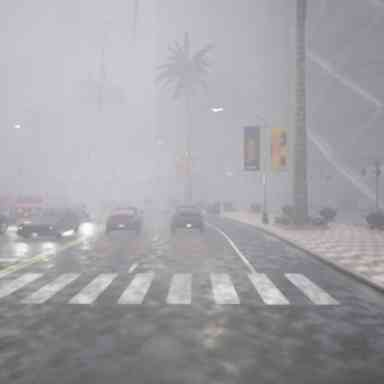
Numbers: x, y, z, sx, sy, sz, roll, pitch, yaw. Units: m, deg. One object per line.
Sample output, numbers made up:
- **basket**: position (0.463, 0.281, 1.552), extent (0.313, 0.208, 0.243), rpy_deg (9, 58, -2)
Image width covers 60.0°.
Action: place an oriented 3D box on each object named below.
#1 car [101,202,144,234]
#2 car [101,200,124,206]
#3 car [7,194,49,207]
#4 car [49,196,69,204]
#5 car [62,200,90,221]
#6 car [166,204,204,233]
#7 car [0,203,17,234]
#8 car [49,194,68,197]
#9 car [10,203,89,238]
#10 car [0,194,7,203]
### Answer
- **car**: position (-3.833, 1.537, 19.211), extent (1.812, 1.442, 4.674), rpy_deg (0, 0, -6)
- **car**: position (-9.678, 1.624, 41.628), extent (1.895, 1.301, 4.718), rpy_deg (0, 0, -40)
- **car**: position (-12.685, 1.237, 26.039), extent (2.150, 2.045, 5.566), rpy_deg (0, 0, -22)
- **car**: position (-16.313, 1.548, 38.361), extent (1.812, 1.442, 4.674), rpy_deg (0, 0, -43)
- **car**: position (-9.448, 1.617, 27.304), extent (1.895, 1.301, 4.718), rpy_deg (0, 0, -21)
- **car**: position (-0.427, 1.516, 20.036), extent (1.837, 1.490, 4.892), rpy_deg (0, 0, -6)
- **car**: position (-10.841, 1.515, 16.319), extent (1.837, 1.490, 4.892), rpy_deg (0, 0, -3)
- **car**: position (-19.191, 1.248, 45.818), extent (5.566, 2.045, 2.150), rpy_deg (0, 0, 35)
- **car**: position (-7.382, 1.558, 17.912), extent (2.033, 1.411, 5.357), rpy_deg (0, 0, -4)
- **car**: position (-21.878, 1.243, 38.814), extent (5.566, 2.045, 2.150), rpy_deg (0, 0, 40)
